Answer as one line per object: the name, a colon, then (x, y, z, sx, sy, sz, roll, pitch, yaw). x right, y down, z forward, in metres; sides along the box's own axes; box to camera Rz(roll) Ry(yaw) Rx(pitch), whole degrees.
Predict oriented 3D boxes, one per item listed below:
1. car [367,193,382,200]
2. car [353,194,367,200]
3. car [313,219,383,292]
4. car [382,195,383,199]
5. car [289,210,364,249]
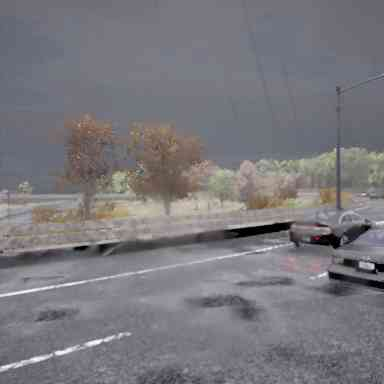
car: (43.261, 1.130, 80.420, 1.837, 1.490, 4.892, 0, 0, 4)
car: (39.779, 1.130, 80.777, 1.882, 1.535, 5.008, 0, 0, 4)
car: (5.435, 1.520, 8.343, 5.357, 1.411, 2.033, 0, 0, -40)
car: (46.749, 1.219, 79.568, 1.895, 1.301, 4.718, 0, 0, 4)
car: (5.821, 1.463, 13.392, 4.902, 1.511, 2.128, 0, 0, -43)
